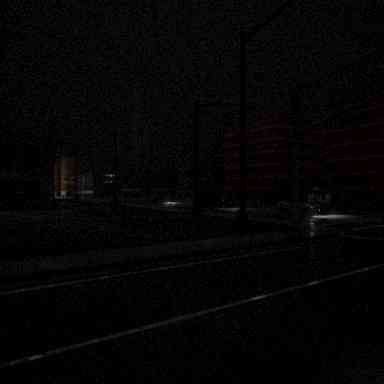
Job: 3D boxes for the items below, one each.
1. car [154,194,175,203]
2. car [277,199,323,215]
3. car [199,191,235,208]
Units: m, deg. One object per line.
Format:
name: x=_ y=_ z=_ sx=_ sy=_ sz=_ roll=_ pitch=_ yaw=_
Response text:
car: x=-4.476 y=0.994 z=54.544 sx=1.994 sy=1.385 sz=4.181 roll=0 pitch=1 yaw=-34
car: x=10.481 y=1.391 z=32.690 sx=1.812 sy=1.442 sz=4.674 roll=0 pitch=1 yaw=-34
car: x=3.152 y=0.889 z=43.390 sx=2.150 sy=2.045 sz=5.566 roll=0 pitch=1 yaw=-35
